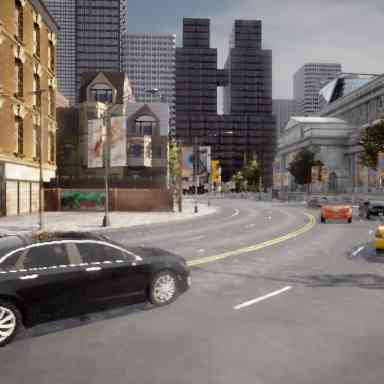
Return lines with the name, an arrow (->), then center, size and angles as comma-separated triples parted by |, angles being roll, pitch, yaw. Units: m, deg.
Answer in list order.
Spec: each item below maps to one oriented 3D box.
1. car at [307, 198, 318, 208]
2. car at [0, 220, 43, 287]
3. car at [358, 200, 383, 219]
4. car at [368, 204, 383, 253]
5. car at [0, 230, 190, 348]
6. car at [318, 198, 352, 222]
car -> 17.587, 1.539, 46.230 | 1.994, 1.385, 4.181 | 0, 0, -1
car -> -6.069, 1.553, 8.001 | 4.181, 1.385, 1.994 | 0, 0, -38
car -> 15.726, 1.493, 28.833 | 1.837, 1.490, 4.892 | 0, 0, 16
car -> 8.325, 1.452, 12.955 | 1.801, 1.575, 5.366 | 0, 0, 35
car -> -2.251, 1.497, 6.253 | 4.892, 1.490, 1.837 | 0, 1, -38
car -> 11.243, 1.338, 26.203 | 2.097, 1.767, 4.553 | 0, 0, 21
